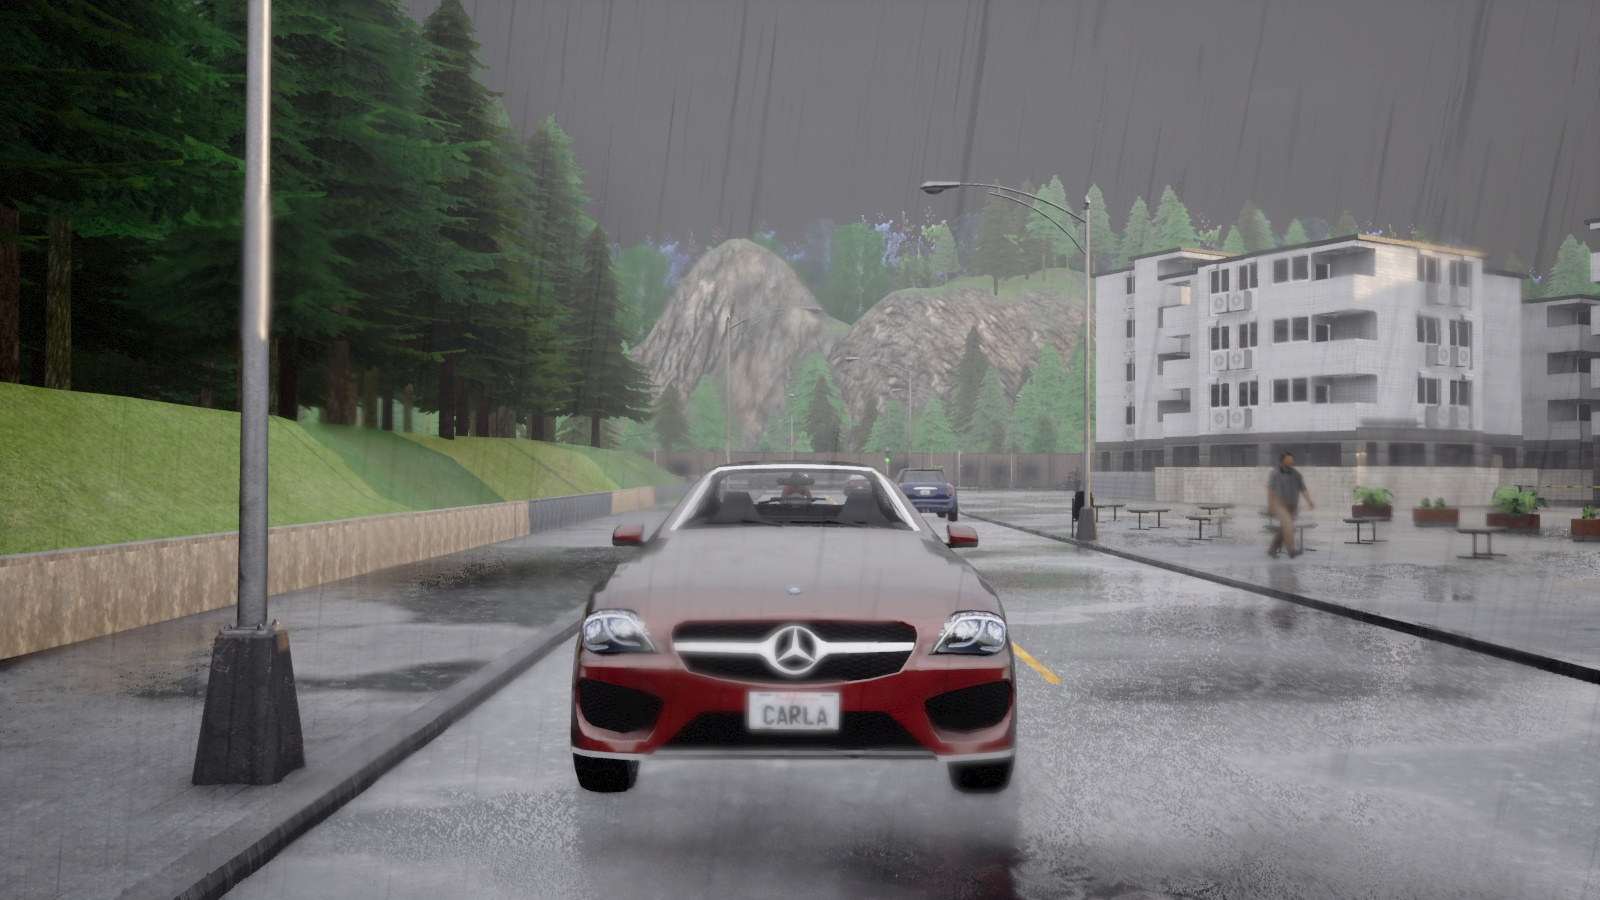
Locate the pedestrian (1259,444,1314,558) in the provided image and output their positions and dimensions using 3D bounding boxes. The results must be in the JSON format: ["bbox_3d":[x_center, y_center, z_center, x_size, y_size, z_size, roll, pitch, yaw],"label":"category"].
[{"bbox_3d":[8.039,0.840,20.763,0.540,1.848,0.694,0,-1,-12],"label":"pedestrian"}]

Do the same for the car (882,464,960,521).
[{"bbox_3d":[3.882,1.346,41.126,2.097,1.767,4.553,0,-1,0],"label":"car"}]

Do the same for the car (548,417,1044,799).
[{"bbox_3d":[-0.024,0.727,7.983,2.152,1.651,5.027,0,-1,0],"label":"car"}]
